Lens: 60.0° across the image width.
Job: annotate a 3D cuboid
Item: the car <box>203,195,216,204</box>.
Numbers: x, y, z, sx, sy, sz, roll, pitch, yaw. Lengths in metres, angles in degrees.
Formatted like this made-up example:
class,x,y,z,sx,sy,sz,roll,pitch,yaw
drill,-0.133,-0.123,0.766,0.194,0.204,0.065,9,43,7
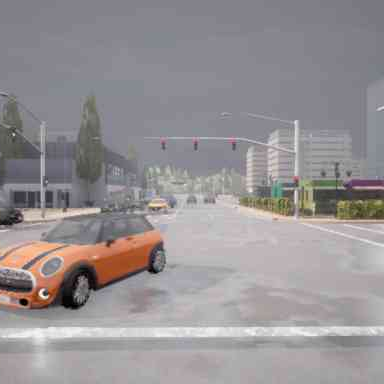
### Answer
class,x,y,z,sx,sy,sz,roll,pitch,yaw
car,3.486,1.491,63.734,2.128,1.511,4.902,0,0,0

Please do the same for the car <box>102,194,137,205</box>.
class,x,y,z,sx,sy,sz,roll,pitch,yaw
car,-7.126,1.221,32.239,2.150,2.045,5.566,0,0,1

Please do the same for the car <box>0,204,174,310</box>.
class,x,y,z,sx,sy,sz,roll,pitch,yaw
car,-2.501,1.352,8.095,2.097,1.767,4.553,0,0,25

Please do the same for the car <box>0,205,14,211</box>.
class,x,y,z,sx,sy,sz,roll,pitch,yaw
car,-13.127,1.477,20.549,5.008,1.535,1.882,0,0,-2

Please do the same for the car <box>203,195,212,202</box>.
class,x,y,z,sx,sy,sz,roll,pitch,yaw
car,3.483,1.397,74.009,1.812,1.442,4.674,0,0,0

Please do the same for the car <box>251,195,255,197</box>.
class,x,y,z,sx,sy,sz,roll,pitch,yaw
car,17.749,1.153,86.905,4.605,1.855,1.932,0,0,-2

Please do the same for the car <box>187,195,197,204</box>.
class,x,y,z,sx,sy,sz,roll,pitch,yaw
car,-0.014,1.491,63.733,2.128,1.511,4.902,0,0,0

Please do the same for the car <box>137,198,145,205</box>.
class,x,y,z,sx,sy,sz,roll,pitch,yaw
car,-7.101,1.563,41.676,1.994,1.385,4.181,0,0,0

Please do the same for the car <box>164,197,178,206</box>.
class,x,y,z,sx,sy,sz,roll,pitch,yaw
car,-3.593,1.564,57.399,1.994,1.385,4.181,0,0,0

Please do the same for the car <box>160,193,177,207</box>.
class,x,y,z,sx,sy,sz,roll,pitch,yaw
car,-3.597,1.223,46.395,2.150,2.045,5.566,0,0,0

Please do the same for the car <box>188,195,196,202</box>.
class,x,y,z,sx,sy,sz,roll,pitch,yaw
car,-0.017,1.372,74.007,1.837,1.490,4.892,0,0,0

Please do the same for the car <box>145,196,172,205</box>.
class,x,y,z,sx,sy,sz,roll,pitch,yaw
car,-3.599,1.477,36.168,1.882,1.535,5.008,0,0,0

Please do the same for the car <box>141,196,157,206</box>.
class,x,y,z,sx,sy,sz,roll,pitch,yaw
car,-7.093,1.477,55.429,1.882,1.535,5.008,0,0,0
